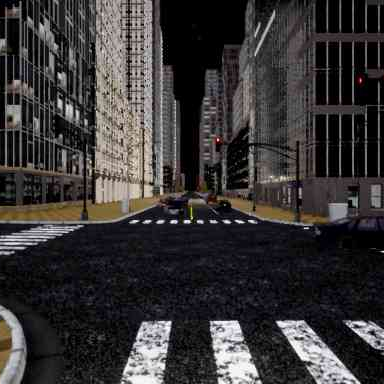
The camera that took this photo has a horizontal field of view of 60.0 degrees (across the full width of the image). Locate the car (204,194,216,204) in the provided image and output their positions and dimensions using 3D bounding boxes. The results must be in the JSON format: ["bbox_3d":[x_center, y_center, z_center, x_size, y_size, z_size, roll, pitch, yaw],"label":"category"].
[{"bbox_3d":[3.747,1.313,63.899,2.192,1.841,5.009,0,0,0],"label":"car"}]

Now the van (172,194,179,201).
[{"bbox_3d":[-4.239,1.315,85.971,1.690,1.788,3.998,0,0,0],"label":"van"}]

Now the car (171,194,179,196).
[{"bbox_3d":[-4.133,1.564,63.861,1.947,1.339,4.313,0,0,0],"label":"car"}]

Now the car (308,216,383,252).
[{"bbox_3d":[7.672,1.712,13.816,5.357,1.411,2.033,1,0,13],"label":"car"}]

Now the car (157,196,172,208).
[{"bbox_3d":[-4.053,1.593,47.278,1.802,1.307,4.206,0,0,0],"label":"car"}]

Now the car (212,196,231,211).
[{"bbox_3d":[3.903,1.579,41.790,1.947,1.339,4.313,0,0,0],"label":"car"}]

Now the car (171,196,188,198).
[{"bbox_3d":[-1.577,1.575,46.012,1.994,1.385,4.181,0,0,0],"label":"car"}]

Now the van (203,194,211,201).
[{"bbox_3d":[3.667,1.321,80.482,1.690,1.788,3.998,0,0,0],"label":"van"}]

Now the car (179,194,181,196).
[{"bbox_3d":[-1.587,1.595,67.316,1.895,1.301,4.718,0,0,0],"label":"car"}]

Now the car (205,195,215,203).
[{"bbox_3d":[3.721,1.432,69.427,1.967,1.590,4.097,0,0,0],"label":"car"}]

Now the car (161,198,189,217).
[{"bbox_3d":[-1.554,1.544,31.290,1.812,1.442,4.674,0,0,1],"label":"car"}]

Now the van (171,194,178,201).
[{"bbox_3d":[-4.213,1.321,80.444,1.690,1.788,3.998,0,0,0],"label":"van"}]
